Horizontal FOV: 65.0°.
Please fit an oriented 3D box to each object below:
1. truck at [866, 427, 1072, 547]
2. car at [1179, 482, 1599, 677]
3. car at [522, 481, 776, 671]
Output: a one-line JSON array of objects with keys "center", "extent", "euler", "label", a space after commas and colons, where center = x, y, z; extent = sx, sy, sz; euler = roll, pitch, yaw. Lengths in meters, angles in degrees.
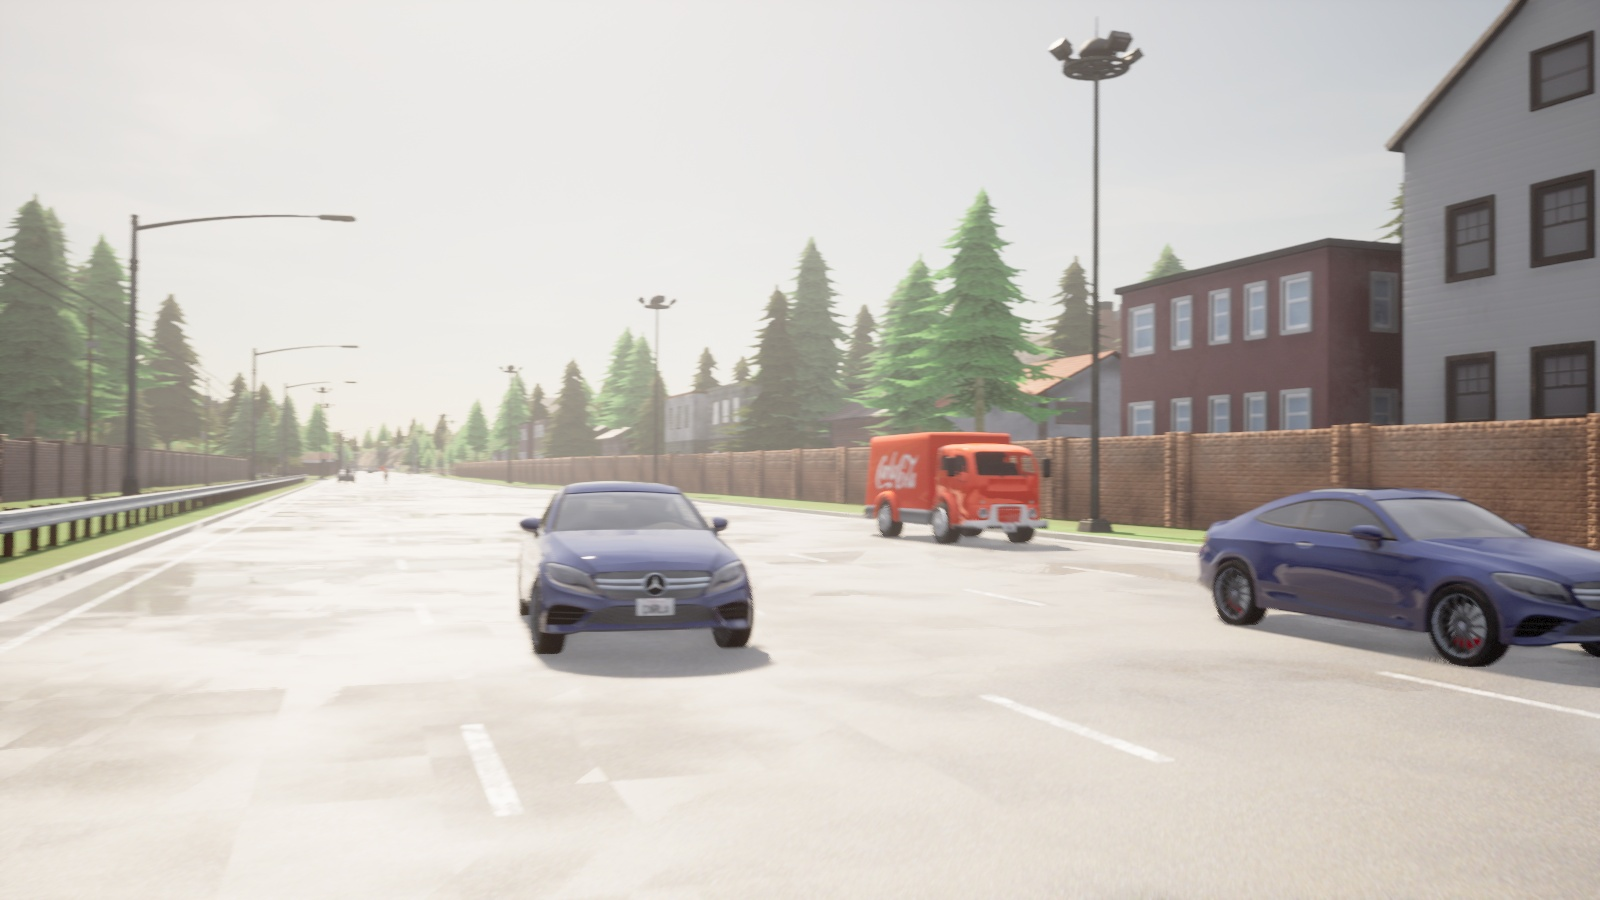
[{"center": [3.710, 0.820, 28.878], "extent": [2.627, 2.467, 5.204], "euler": [0, -1, -19], "label": "truck"}, {"center": [5.826, 1.044, 12.023], "extent": [1.812, 1.442, 4.674], "euler": [0, -1, -19], "label": "car"}, {"center": [-1.688, 1.052, 12.355], "extent": [1.812, 1.442, 4.674], "euler": [0, -1, -15], "label": "car"}]
